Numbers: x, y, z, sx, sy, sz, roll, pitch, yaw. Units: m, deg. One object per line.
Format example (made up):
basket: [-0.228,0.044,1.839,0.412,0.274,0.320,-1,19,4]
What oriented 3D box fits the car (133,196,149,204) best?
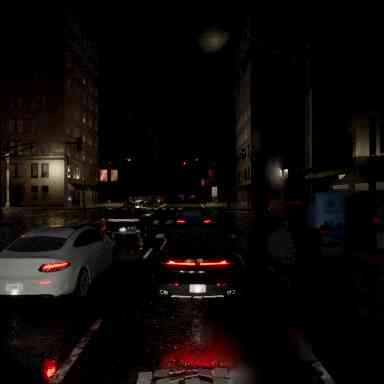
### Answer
car: [-9.721,1.512,63.659,2.128,1.511,4.902,0,0,1]

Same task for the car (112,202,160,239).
car: [-3.131,1.498,17.486,2.128,1.511,4.902,0,0,0]

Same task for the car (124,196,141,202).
car: [-9.772,1.524,53.420,1.837,1.490,4.892,0,0,0]

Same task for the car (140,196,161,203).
car: [-6.527,1.524,52.962,1.837,1.490,4.892,0,0,0]

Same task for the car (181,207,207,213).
car: [0.103,1.533,17.587,1.812,1.442,4.674,0,0,0]

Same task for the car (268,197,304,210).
car: [11.570,1.479,40.186,4.553,1.767,2.097,0,-1,0]

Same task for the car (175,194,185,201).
car: [-3.151,1.535,82.832,2.128,1.511,4.902,0,0,0]

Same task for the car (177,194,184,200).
car: [-3.138,1.319,93.251,1.882,1.535,5.008,0,0,0]

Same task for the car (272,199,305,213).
car: [11.705,1.684,36.933,4.718,1.301,1.895,0,-1,0]

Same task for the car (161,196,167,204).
car: [-6.457,1.546,65.040,1.812,1.442,4.674,0,0,1]

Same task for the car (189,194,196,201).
car: [0.100,1.605,83.274,1.895,1.301,4.718,0,0,0]

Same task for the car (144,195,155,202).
car: [-9.659,1.544,76.212,1.812,1.442,4.674,0,0,0]

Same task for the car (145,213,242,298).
car: [0.102,1.508,8.471,1.837,1.490,4.892,0,0,0]

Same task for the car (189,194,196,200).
car: [0.112,1.381,93.246,2.033,1.411,5.357,0,0,0]

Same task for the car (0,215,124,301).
car: [-3.146,1.528,8.220,1.812,1.442,4.674,0,0,0]

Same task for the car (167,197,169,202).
car: [-6.408,1.560,76.909,2.033,1.411,5.357,0,0,0]
